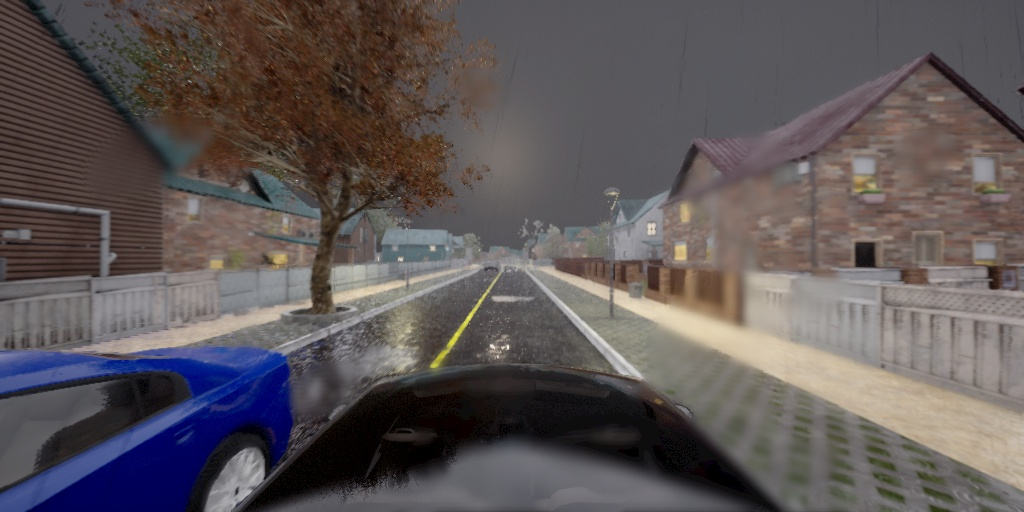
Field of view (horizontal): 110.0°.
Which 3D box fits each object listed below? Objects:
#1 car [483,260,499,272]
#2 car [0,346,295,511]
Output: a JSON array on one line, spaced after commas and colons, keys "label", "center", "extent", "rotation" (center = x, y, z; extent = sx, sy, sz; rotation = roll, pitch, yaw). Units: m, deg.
[{"label": "car", "center": [-2.777, 1.355, 49.125], "extent": [1.837, 1.490, 4.892], "rotation": [0, -1, 0]}, {"label": "car", "center": [-2.849, 1.228, 1.078], "extent": [1.882, 1.535, 5.008], "rotation": [0, 0, 0]}]
